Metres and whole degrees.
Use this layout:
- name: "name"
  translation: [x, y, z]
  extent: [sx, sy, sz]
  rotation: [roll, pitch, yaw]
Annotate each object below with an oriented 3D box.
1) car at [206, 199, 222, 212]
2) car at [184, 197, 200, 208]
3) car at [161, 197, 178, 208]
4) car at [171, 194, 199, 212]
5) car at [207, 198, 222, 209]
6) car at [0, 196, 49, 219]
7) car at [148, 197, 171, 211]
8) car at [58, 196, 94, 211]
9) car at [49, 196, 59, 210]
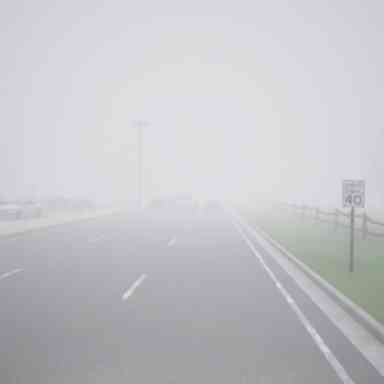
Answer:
- name: "car"
  translation: [2.737, 1.744, 41.557]
  extent: [1.994, 1.385, 4.181]
  rotation: [1, 0, 5]
- name: "car"
  translation: [0.039, 1.620, 51.807]
  extent: [1.882, 1.535, 5.008]
  rotation: [1, 0, 5]
- name: "car"
  translation: [-3.445, 1.538, 52.128]
  extent: [1.882, 1.535, 5.008]
  rotation: [1, 0, 5]
- name: "car"
  translation: [-0.780, 1.316, 41.359]
  extent: [2.150, 2.045, 5.566]
  rotation: [1, 0, 7]
- name: "car"
  translation: [3.522, 1.773, 51.486]
  extent: [2.033, 1.411, 5.357]
  rotation: [1, 0, 5]
- name: "car"
  translation: [-13.518, 1.273, 26.156]
  extent: [1.812, 1.442, 4.674]
  rotation: [1, 0, 4]
- name: "car"
  translation: [-4.254, 1.504, 41.928]
  extent: [2.128, 1.511, 4.902]
  rotation: [1, 0, 5]
- name: "car"
  translation: [-12.717, 1.289, 37.640]
  extent: [2.128, 1.511, 4.902]
  rotation: [1, 0, 4]
- name: "car"
  translation: [-16.114, 1.210, 39.157]
  extent: [2.128, 1.511, 4.902]
  rotation: [1, 0, 4]
